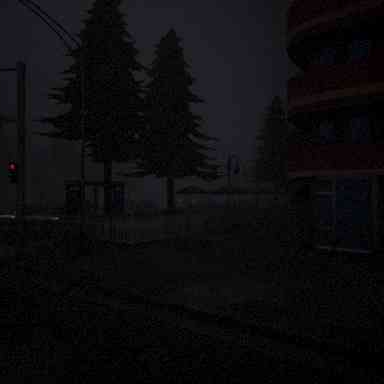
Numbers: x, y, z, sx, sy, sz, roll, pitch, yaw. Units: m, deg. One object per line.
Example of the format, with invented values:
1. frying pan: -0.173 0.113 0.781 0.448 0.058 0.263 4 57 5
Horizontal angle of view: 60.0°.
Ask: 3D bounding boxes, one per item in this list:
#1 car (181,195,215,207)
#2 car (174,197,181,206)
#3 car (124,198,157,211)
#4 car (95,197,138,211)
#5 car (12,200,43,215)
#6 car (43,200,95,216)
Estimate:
1. car: 1.190 1.299 47.551 4.553 1.767 2.097 0 0 -42
2. car: -0.954 1.297 50.258 4.553 1.767 2.097 0 0 -41
3. car: -6.064 1.508 39.269 1.994 1.385 4.181 0 0 38
4. car: -9.178 1.436 40.971 2.128 1.511 4.902 0 0 37
5. car: -14.941 1.492 33.201 2.033 1.411 5.357 0 0 36
6. car: -11.377 1.449 32.128 1.837 1.490 4.892 0 0 36
